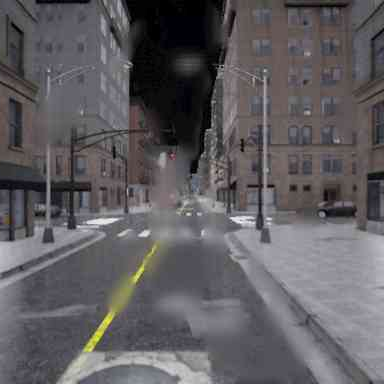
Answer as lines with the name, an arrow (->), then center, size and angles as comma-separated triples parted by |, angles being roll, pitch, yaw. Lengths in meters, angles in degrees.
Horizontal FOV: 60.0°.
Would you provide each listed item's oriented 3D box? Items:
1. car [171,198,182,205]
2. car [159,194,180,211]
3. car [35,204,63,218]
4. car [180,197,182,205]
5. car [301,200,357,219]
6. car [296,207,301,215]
car -> -2.970, 1.823, 66.261 | 1.895, 1.301, 4.718 | 0, 0, 1
car -> -3.057, 1.393, 44.078 | 2.150, 2.045, 5.566 | 0, 0, 0
car -> -14.596, 1.840, 31.686 | 4.403, 1.369, 2.008 | -1, 0, 0
car -> -3.040, 1.421, 54.968 | 2.150, 2.045, 5.566 | 0, 0, 0
car -> 12.451, 1.477, 28.728 | 5.008, 1.535, 1.882 | -1, 0, 0
car -> 12.167, 1.570, 31.473 | 4.507, 1.381, 1.887 | -1, 0, 0
